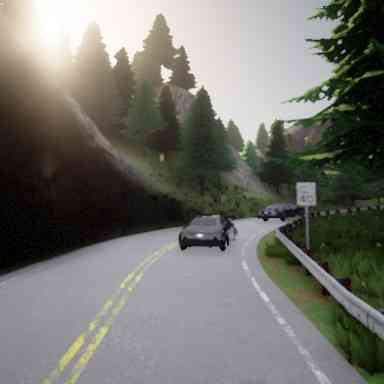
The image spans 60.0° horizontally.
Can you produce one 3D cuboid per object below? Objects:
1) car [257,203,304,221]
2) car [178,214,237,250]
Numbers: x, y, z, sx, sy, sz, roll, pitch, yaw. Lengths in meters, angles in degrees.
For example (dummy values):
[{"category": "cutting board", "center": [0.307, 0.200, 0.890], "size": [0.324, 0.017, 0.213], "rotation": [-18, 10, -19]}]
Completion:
[{"category": "car", "center": [7.357, 1.576, 27.016], "size": [2.033, 1.411, 5.357], "rotation": [-5, -2, 44]}, {"category": "car", "center": [0.803, 1.681, 14.961], "size": [1.994, 1.385, 4.181], "rotation": [-1, 0, 14]}]
